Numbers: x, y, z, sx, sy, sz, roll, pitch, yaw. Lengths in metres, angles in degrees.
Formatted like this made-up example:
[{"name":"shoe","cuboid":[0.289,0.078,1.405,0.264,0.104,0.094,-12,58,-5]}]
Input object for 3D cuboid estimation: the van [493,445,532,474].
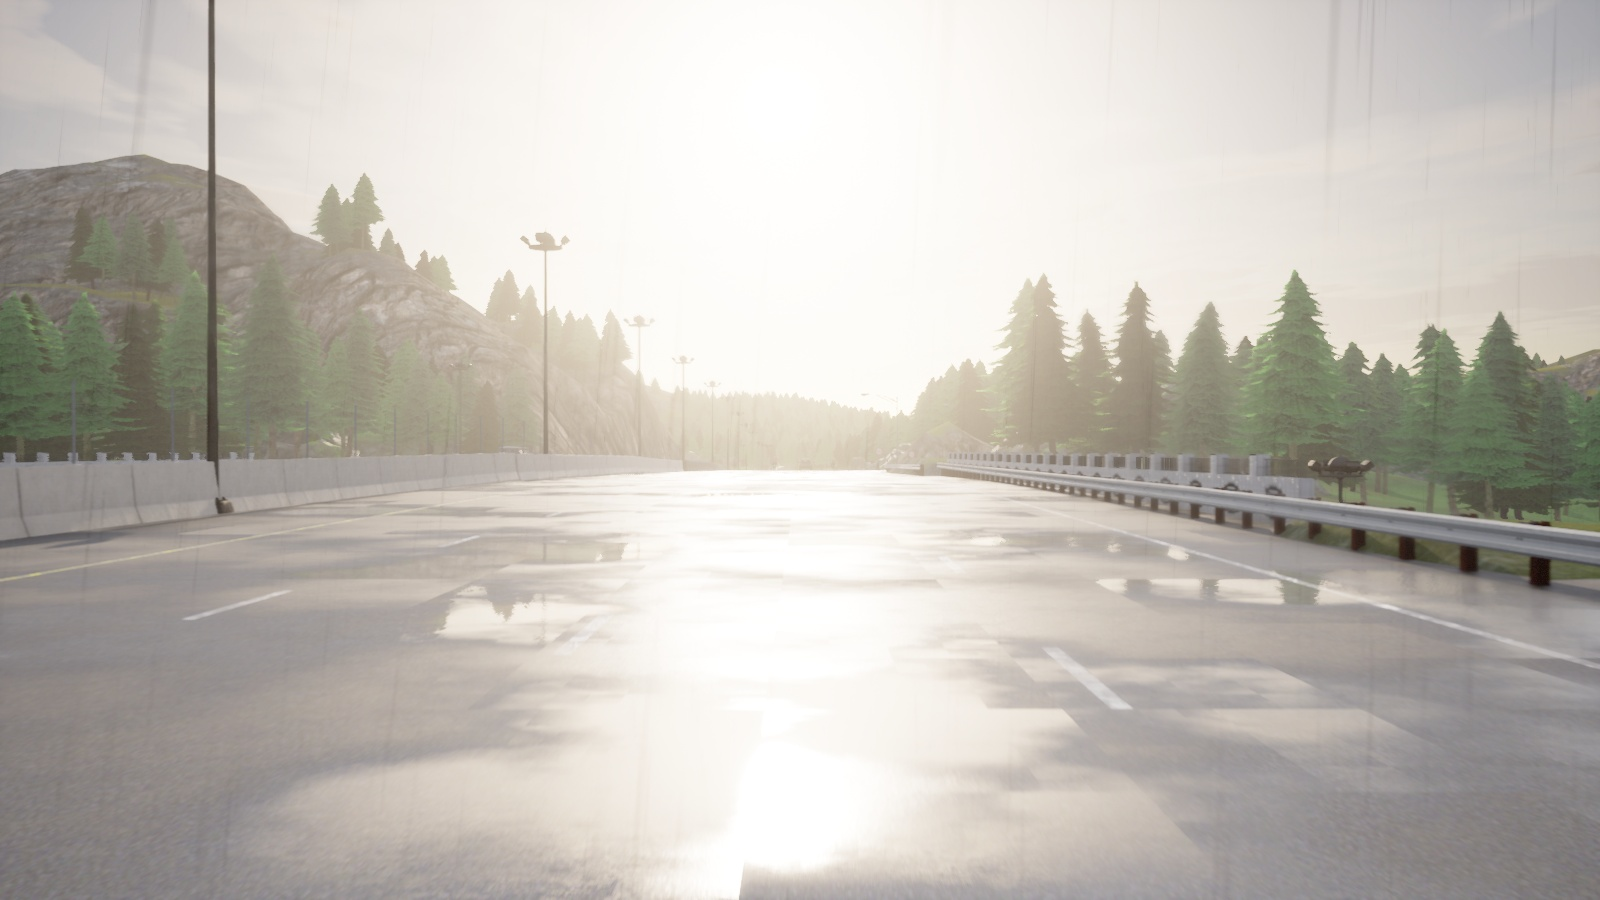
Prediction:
[{"name":"van","cuboid":[-20.490,0.697,89.609,1.775,1.987,4.442,0,-1,0]}]
